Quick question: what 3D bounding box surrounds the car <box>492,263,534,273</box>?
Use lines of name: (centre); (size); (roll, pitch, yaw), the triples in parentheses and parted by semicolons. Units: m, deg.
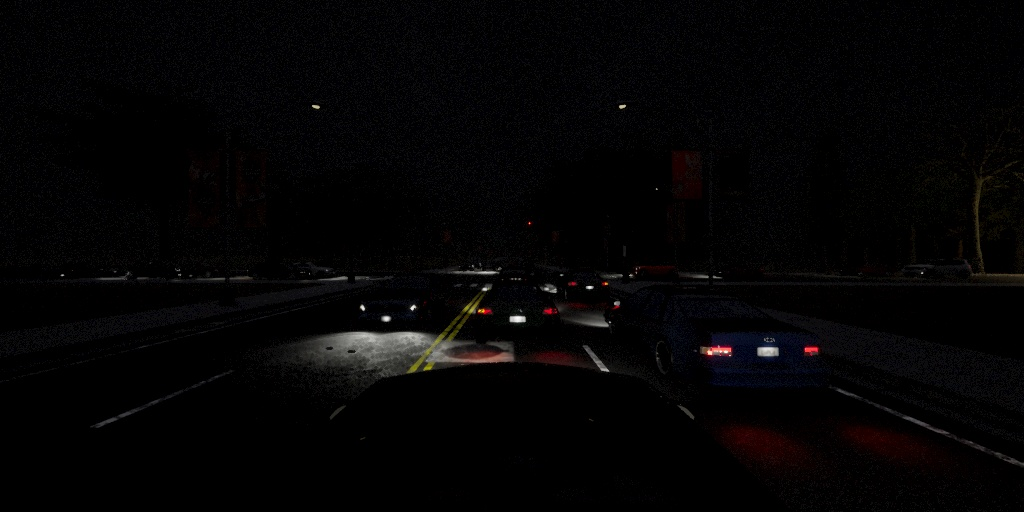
car: (0.099, 1.284, 18.565); (1.837, 1.490, 4.892); (0, 0, 0)

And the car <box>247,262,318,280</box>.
car: (-19.446, 1.260, 30.139); (4.892, 1.490, 1.837); (0, 0, -1)

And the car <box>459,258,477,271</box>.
car: (-6.565, 1.417, 52.201); (1.837, 1.490, 4.892); (0, 0, 0)

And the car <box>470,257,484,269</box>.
car: (-6.550, 1.194, 62.052); (2.150, 2.045, 5.566); (0, 0, 0)

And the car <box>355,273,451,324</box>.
car: (-3.358, 1.308, 12.254); (2.033, 1.411, 5.357); (0, 0, 0)

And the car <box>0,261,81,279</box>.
car: (-39.770, 1.288, 29.954); (4.718, 1.301, 1.895); (0, 0, -1)

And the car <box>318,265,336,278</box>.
car: (-18.923, 1.288, 33.396); (4.674, 1.442, 1.812); (0, 0, -1)

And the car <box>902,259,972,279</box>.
car: (44.101, 1.311, 37.264); (5.566, 2.045, 2.150); (1, 0, 0)

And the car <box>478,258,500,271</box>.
car: (-3.313, 1.406, 52.753); (2.128, 1.511, 4.902); (0, 0, 0)

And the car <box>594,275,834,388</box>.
car: (3.352, 1.302, 7.207); (2.033, 1.411, 5.357); (0, 0, 0)

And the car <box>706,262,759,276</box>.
car: (24.799, 1.473, 40.403); (4.892, 1.490, 1.837); (-1, 0, -1)

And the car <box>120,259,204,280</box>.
car: (-29.186, 1.071, 30.049); (4.553, 1.767, 2.097); (0, 0, -1)

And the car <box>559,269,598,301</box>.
car: (3.358, 1.340, 17.553); (1.994, 1.385, 4.181); (0, 0, 0)

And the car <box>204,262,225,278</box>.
car: (-29.118, 1.203, 33.297); (5.008, 1.535, 1.882); (0, 0, -1)

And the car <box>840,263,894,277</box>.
car: (40.055, 1.541, 40.502); (5.008, 1.535, 1.882); (0, 0, 0)

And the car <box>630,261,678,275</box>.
car: (14.600, 1.266, 37.062); (4.553, 1.767, 2.097); (0, 0, -1)

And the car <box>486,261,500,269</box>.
car: (-3.290, 1.523, 62.504); (2.033, 1.411, 5.357); (0, 0, 1)

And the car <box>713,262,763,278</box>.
car: (23.530, 1.523, 37.152); (4.181, 1.385, 1.994); (0, 0, -1)

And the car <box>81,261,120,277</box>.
car: (-39.239, 1.185, 33.211); (4.902, 1.511, 2.128); (0, 0, 0)

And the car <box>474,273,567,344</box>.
car: (0.107, 1.321, 9.659); (1.994, 1.385, 4.181); (0, 0, 0)
